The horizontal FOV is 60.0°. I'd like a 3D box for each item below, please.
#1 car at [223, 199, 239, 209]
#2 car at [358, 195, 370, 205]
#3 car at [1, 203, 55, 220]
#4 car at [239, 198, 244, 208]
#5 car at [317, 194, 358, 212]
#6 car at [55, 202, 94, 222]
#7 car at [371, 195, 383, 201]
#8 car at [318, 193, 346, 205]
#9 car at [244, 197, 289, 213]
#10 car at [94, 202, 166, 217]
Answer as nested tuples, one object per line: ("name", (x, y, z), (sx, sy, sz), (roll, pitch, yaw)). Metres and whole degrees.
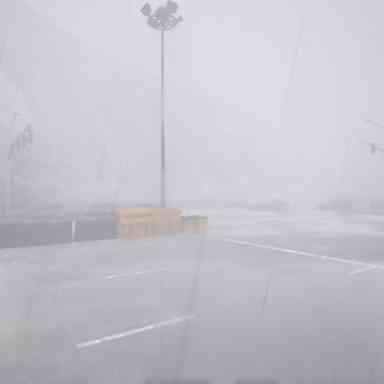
("car", (6.190, 1.494, 42.864), (4.718, 1.301, 1.895), (0, 0, -36))
("car", (25.549, 1.305, 52.403), (4.892, 1.490, 1.837), (0, 0, -35))
("car", (-11.660, 1.545, 25.779), (5.357, 1.411, 2.033), (0, 0, -36))
("car", (8.348, 1.398, 40.106), (4.892, 1.490, 1.837), (0, 0, -36))
("car", (15.901, 1.352, 36.905), (5.008, 1.535, 1.882), (0, 0, -36))
("car", (-7.129, 1.478, 24.718), (4.902, 1.511, 2.128), (0, 0, -36))
("car", (30.386, 1.261, 51.554), (5.008, 1.535, 1.882), (0, 0, -35))
("car", (23.126, 1.152, 54.971), (4.553, 1.767, 2.097), (0, 0, -35))
("car", (8.335, 1.382, 35.792), (5.008, 1.535, 1.882), (0, 0, -36))
("car", (-3.610, 1.526, 22.933), (5.357, 1.411, 2.033), (0, 0, -36))
